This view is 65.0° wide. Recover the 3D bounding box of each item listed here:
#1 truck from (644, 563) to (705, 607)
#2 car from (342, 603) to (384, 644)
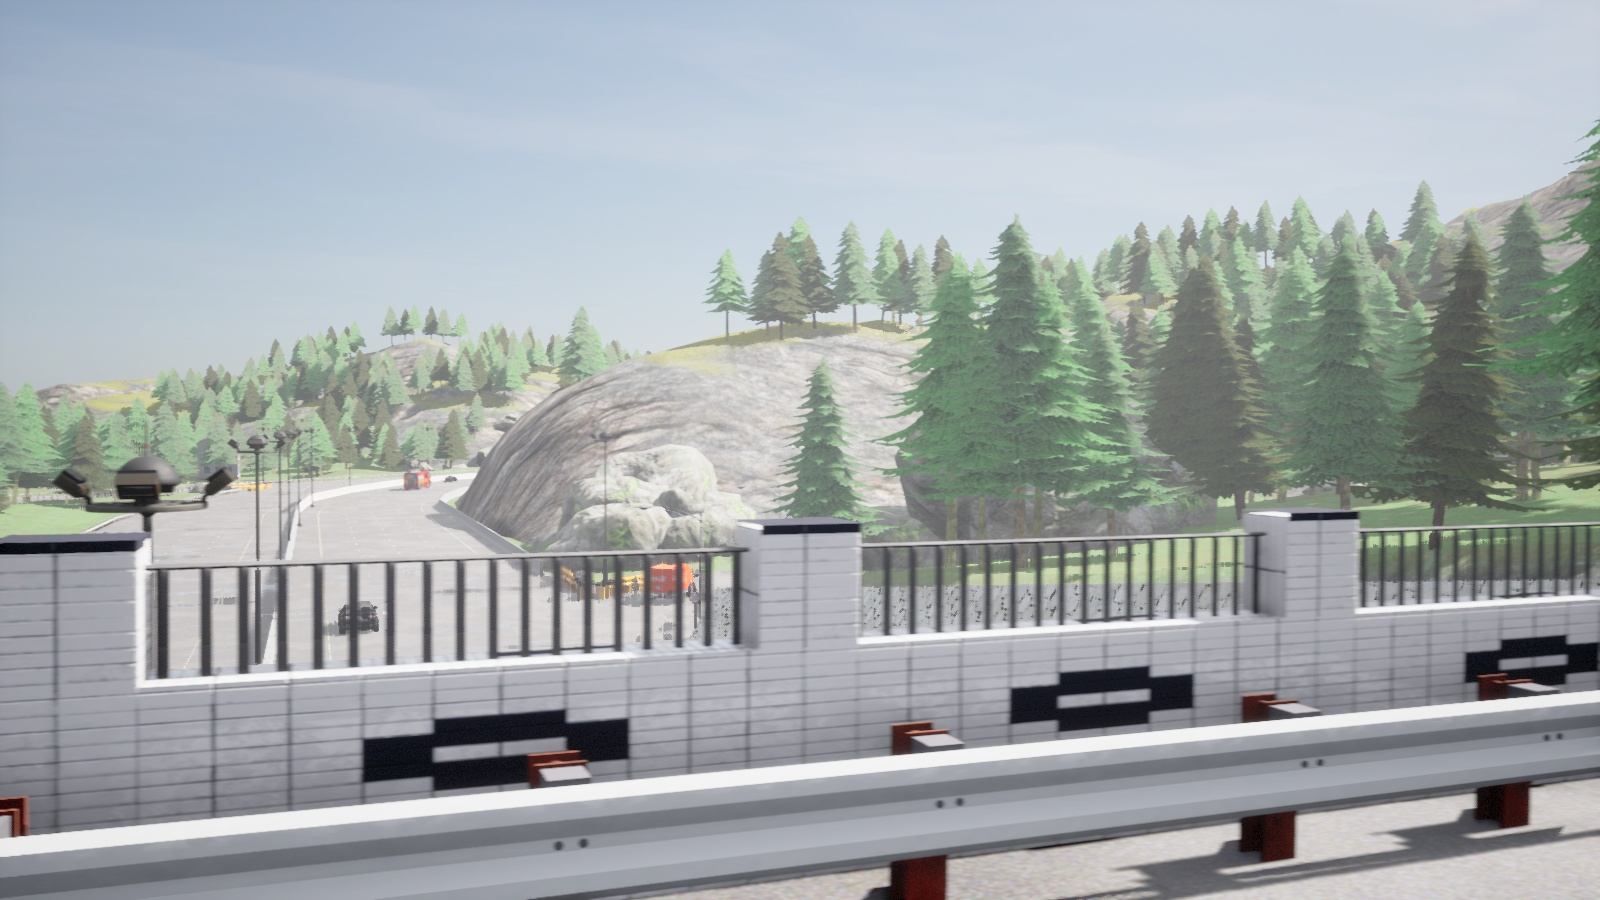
[{"bbox_3d":[-8.948,9.606,89.957,2.627,2.467,5.204,-1,1,15],"label":"truck"},{"bbox_3d":[-26.790,10.574,76.899,2.242,1.667,4.611,-2,1,-21],"label":"car"}]
